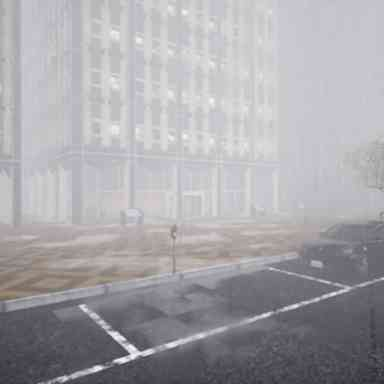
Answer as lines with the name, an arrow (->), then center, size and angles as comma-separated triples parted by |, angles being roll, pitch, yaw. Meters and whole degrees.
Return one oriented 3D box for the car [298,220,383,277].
car -> 5.135, 1.566, 10.226 | 4.313, 1.339, 1.947 | 0, 0, -36
